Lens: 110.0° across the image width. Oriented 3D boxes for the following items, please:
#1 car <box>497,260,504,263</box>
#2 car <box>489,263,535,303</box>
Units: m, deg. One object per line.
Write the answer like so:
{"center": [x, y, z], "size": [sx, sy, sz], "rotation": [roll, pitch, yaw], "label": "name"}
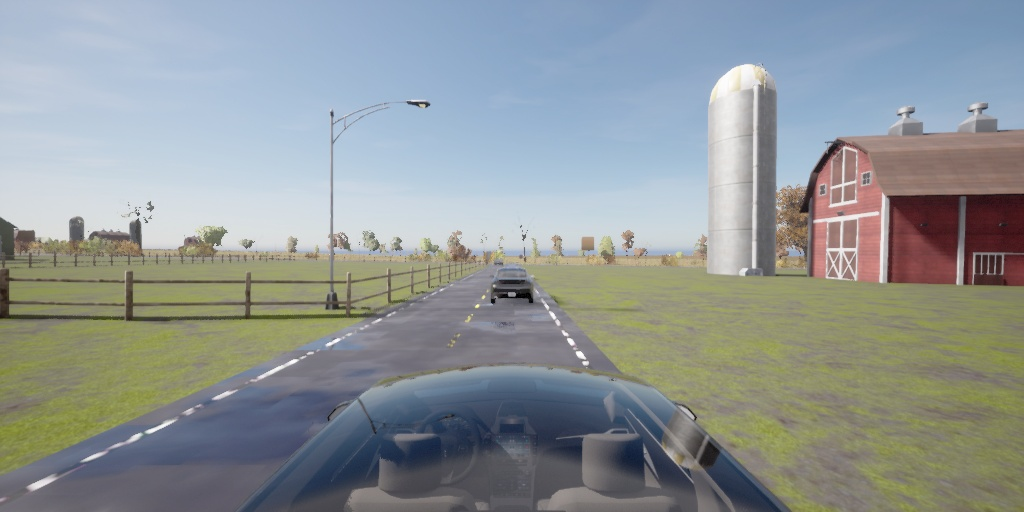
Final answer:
{"center": [0.000, 1.317, 31.508], "size": [2.033, 1.411, 5.357], "rotation": [0, 0, 0], "label": "car"}
{"center": [0.000, 1.266, 16.507], "size": [1.837, 1.490, 4.892], "rotation": [0, 0, 0], "label": "car"}
